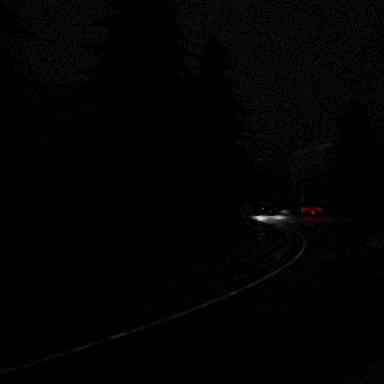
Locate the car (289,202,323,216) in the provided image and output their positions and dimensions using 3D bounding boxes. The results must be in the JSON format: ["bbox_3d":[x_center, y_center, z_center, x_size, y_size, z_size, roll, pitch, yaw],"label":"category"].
[{"bbox_3d":[11.451,1.698,33.792,1.895,1.301,4.718,0,0,-1],"label":"car"}]

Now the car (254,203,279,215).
[{"bbox_3d":[7.795,1.658,35.264,1.812,1.442,4.674,0,0,0],"label":"car"}]
